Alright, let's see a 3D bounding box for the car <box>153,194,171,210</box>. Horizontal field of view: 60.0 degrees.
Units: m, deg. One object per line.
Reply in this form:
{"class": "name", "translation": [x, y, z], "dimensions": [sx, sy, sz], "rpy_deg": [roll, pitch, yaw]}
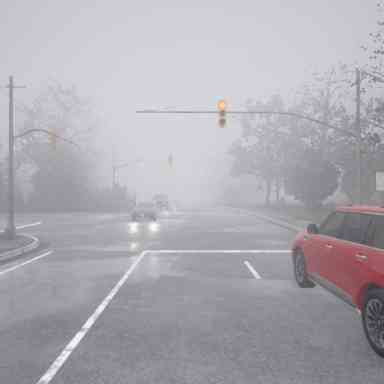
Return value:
{"class": "car", "translation": [-4.144, 1.302, 43.715], "dimensions": [2.150, 2.045, 5.566], "rpy_deg": [0, -1, -3]}

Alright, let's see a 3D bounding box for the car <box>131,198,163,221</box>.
{"class": "car", "translation": [-3.684, 1.506, 26.840], "dimensions": [1.837, 1.490, 4.892], "rpy_deg": [0, 0, -1]}

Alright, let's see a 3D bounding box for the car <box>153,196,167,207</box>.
{"class": "car", "translation": [-5.738, 1.696, 59.408], "dimensions": [2.097, 1.767, 4.553], "rpy_deg": [0, -1, -9]}

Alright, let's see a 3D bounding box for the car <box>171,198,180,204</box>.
{"class": "car", "translation": [-4.636, 2.316, 83.215], "dimensions": [1.882, 1.535, 5.008], "rpy_deg": [0, -1, -22]}

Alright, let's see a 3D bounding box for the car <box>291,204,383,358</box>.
{"class": "car", "translation": [3.591, 1.221, 6.091], "dimensions": [2.150, 2.045, 5.566], "rpy_deg": [0, 0, 0]}
